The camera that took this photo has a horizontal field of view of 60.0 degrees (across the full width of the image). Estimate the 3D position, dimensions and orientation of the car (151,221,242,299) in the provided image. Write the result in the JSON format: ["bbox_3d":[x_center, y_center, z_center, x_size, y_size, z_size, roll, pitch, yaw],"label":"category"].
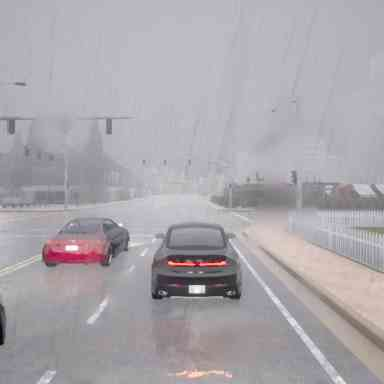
[{"bbox_3d":[0.087,1.504,8.413,1.837,1.490,4.892,0,0,0],"label":"car"}]

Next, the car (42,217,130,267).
[{"bbox_3d":[-3.418,1.562,11.451,1.994,1.385,4.181,0,0,0],"label":"car"}]

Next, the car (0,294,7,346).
[{"bbox_3d":[-3.408,1.491,2.543,2.128,1.511,4.902,0,0,0],"label":"car"}]
